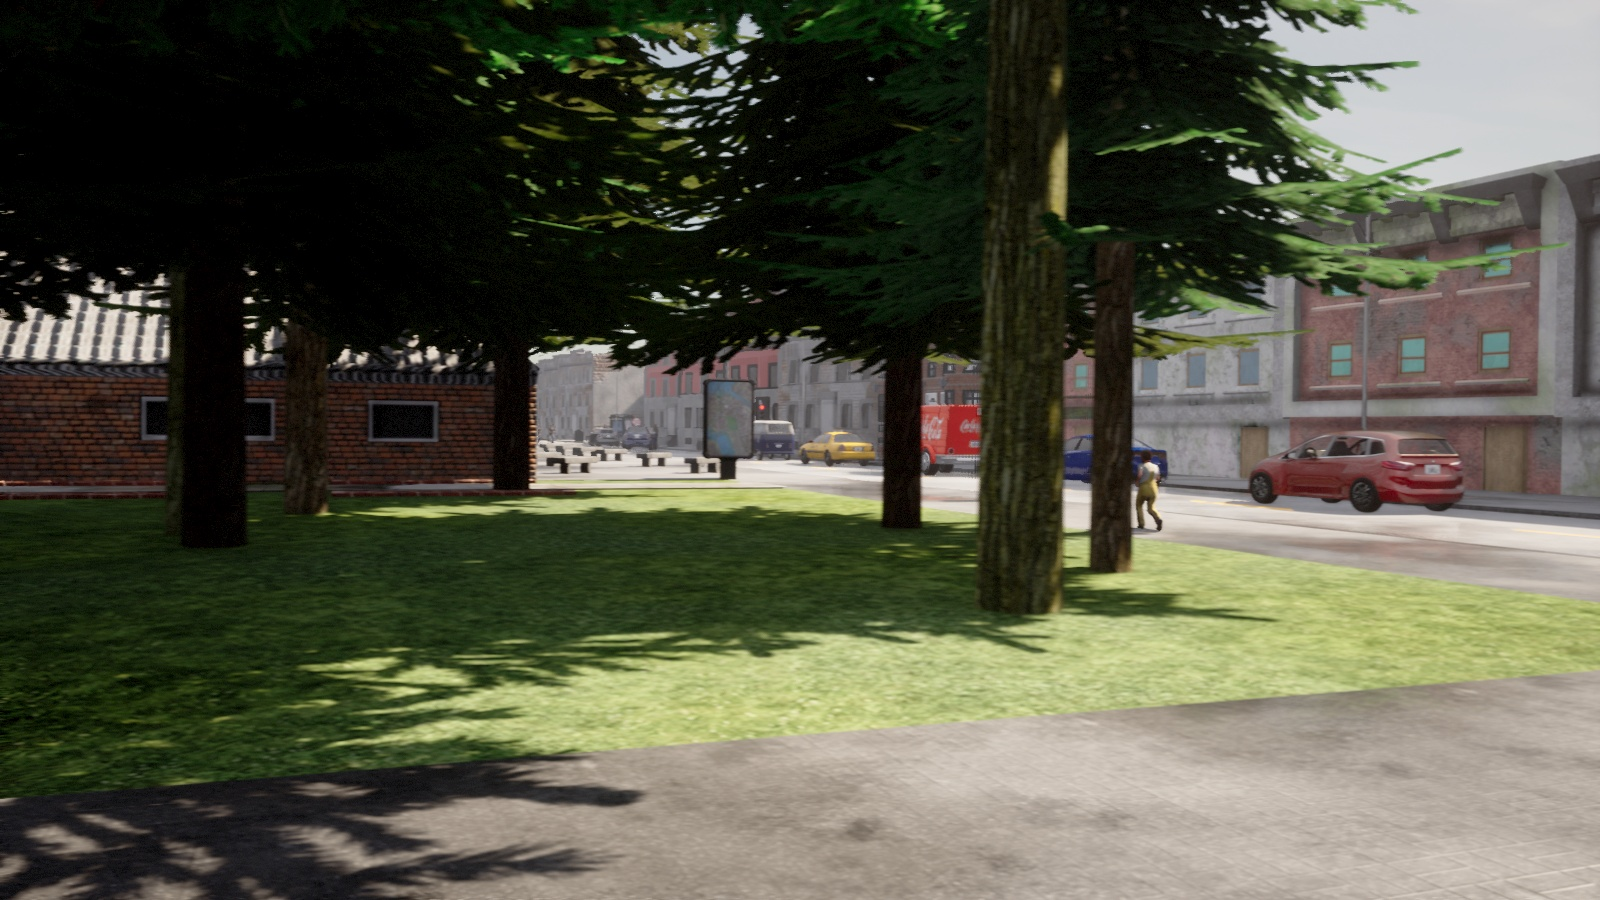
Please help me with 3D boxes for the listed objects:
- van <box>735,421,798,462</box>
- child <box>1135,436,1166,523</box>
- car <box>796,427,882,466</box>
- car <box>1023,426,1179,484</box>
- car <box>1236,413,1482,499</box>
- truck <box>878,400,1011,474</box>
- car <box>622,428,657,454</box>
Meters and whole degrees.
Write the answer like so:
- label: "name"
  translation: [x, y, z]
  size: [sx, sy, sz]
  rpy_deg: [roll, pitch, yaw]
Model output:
- label: "van"
  translation: [-1.732, -0.460, 63.307]
  size: [1.775, 1.987, 4.442]
  rpy_deg: [-1, 1, -21]
- label: "child"
  translation: [5.209, 0.428, 18.650]
  size: [0.270, 1.263, 0.437]
  rpy_deg: [-1, 1, -10]
- label: "car"
  translation: [1.615, -0.165, 54.371]
  size: [1.801, 1.575, 5.366]
  rpy_deg: [-1, 1, -20]
- label: "car"
  translation: [8.483, 0.100, 35.919]
  size: [1.882, 1.535, 5.008]
  rpy_deg: [-1, 1, -20]
- label: "car"
  translation: [11.821, 0.076, 26.947]
  size: [2.242, 1.667, 4.611]
  rpy_deg: [-1, 1, -21]
- label: "truck"
  translation: [5.090, -0.476, 45.020]
  size: [2.627, 2.467, 5.204]
  rpy_deg: [-1, 1, -21]
- label: "car"
  translation: [-11.142, -0.645, 87.450]
  size: [2.097, 1.767, 4.553]
  rpy_deg: [-1, 1, -3]
